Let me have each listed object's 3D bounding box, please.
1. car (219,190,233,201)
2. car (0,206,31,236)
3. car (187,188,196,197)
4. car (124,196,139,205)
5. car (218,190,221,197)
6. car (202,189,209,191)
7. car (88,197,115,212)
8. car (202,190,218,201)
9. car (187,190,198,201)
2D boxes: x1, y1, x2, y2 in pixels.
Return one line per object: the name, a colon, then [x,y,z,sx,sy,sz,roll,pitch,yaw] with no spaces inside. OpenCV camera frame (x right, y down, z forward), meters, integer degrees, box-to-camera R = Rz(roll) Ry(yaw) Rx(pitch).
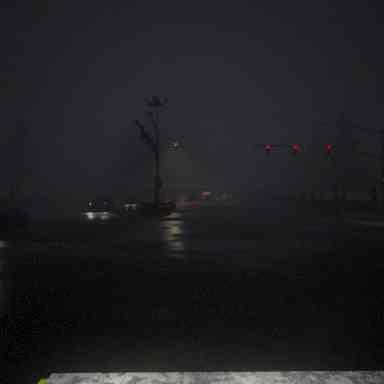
car: [7.072,1.047,67.616,1.812,1.442,4.674,0,4,0]
car: [-10.568,1.526,18.198,1.812,1.442,4.674,0,0,0]
car: [-0.074,0.184,78.152,2.128,1.511,4.902,0,7,0]
car: [-10.564,1.453,58.789,2.033,1.411,5.357,0,1,0]
car: [6.927,0.206,77.999,1.812,1.442,4.674,0,7,0]
car: [3.427,0.039,77.970,2.097,1.767,4.553,0,7,0]
car: [-10.557,1.355,39.052,2.097,1.767,4.553,0,0,0]
car: [3.572,1.039,67.182,2.128,1.511,4.902,0,3,0]
car: [0.073,0.872,67.600,2.097,1.767,4.553,0,3,0]
